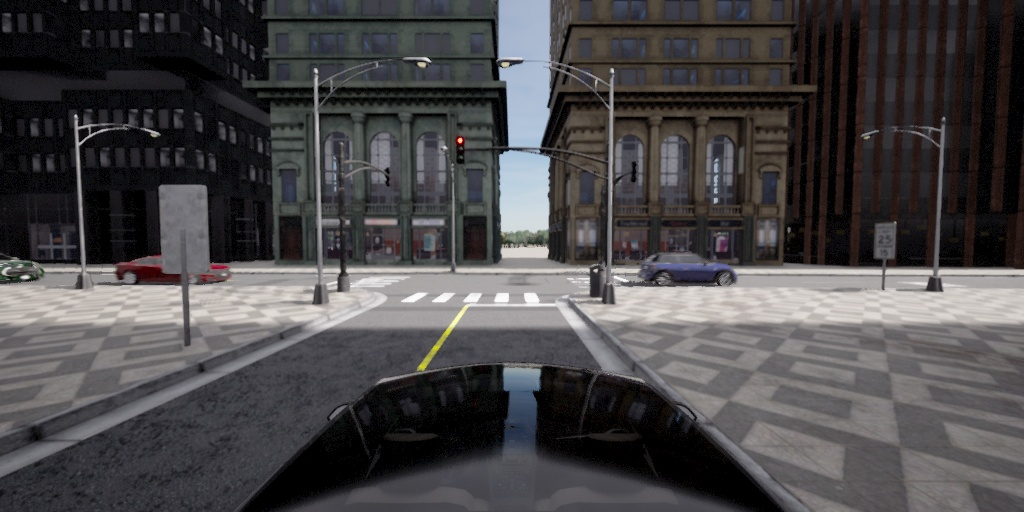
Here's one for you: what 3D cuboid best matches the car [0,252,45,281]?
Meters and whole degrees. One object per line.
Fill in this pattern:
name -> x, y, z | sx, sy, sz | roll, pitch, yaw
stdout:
car -> -27.558, 0.518, 18.622 | 4.553, 1.767, 2.097 | 0, 3, 0

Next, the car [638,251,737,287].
car -> 9.061, 0.614, 18.612 | 4.553, 1.767, 2.097 | 0, 3, 0

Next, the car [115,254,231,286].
car -> -17.460, 0.689, 18.624 | 5.008, 1.535, 1.882 | 0, 3, 0
